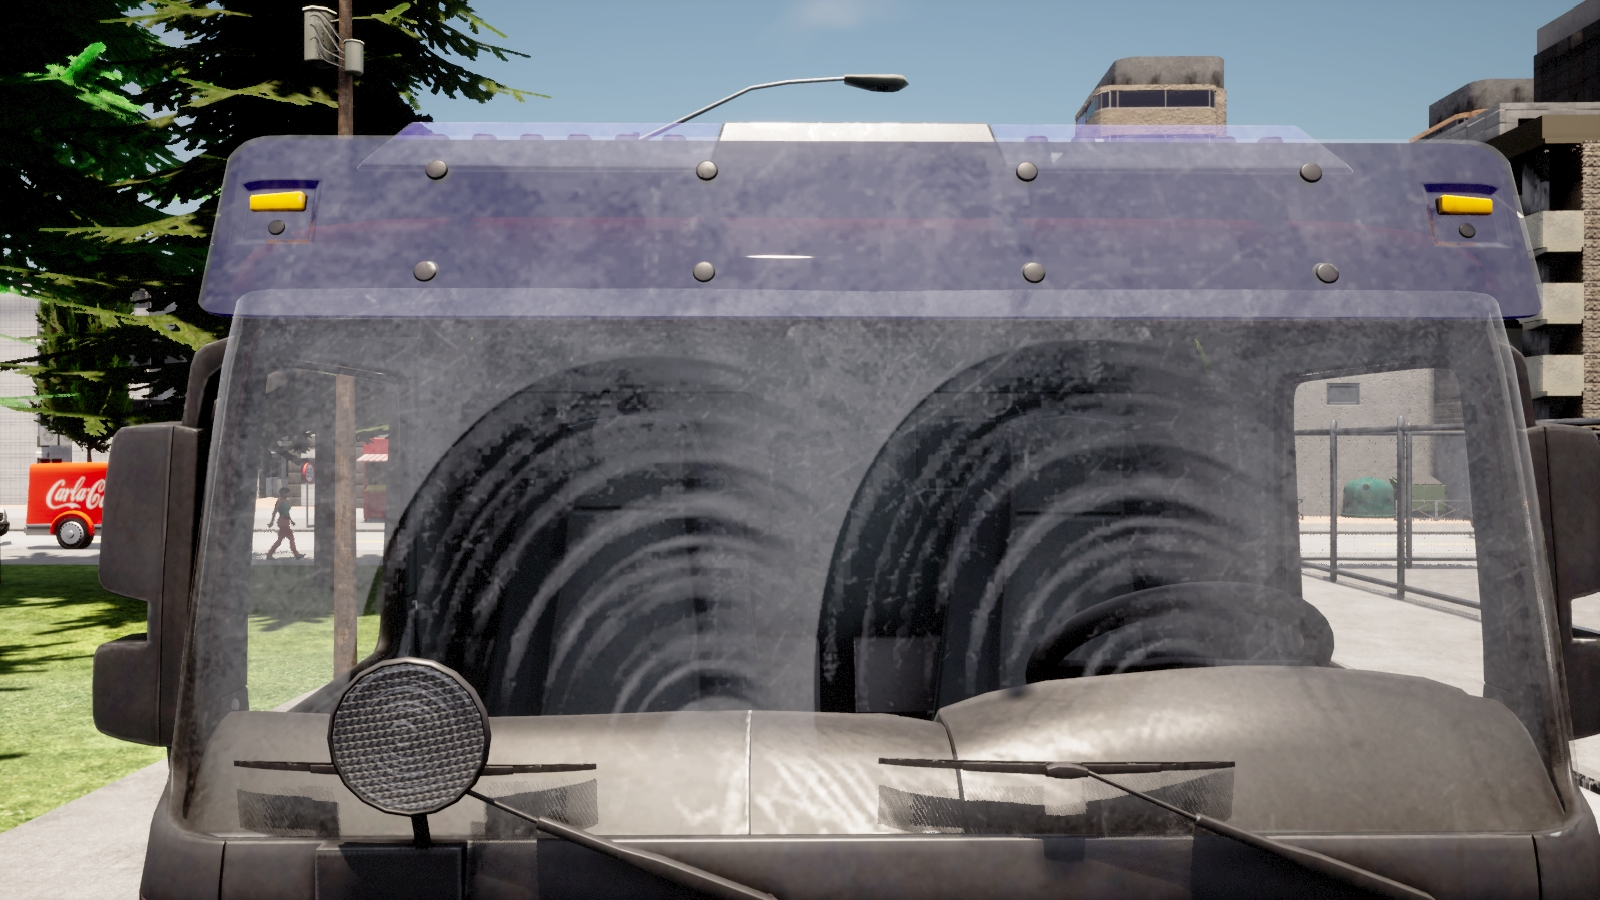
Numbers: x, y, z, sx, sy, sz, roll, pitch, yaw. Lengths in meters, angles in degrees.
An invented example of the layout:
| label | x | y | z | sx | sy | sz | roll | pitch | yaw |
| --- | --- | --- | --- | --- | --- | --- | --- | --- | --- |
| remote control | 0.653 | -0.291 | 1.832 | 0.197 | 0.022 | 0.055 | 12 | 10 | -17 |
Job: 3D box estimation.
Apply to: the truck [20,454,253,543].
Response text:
| label | x | y | z | sx | sy | sz | roll | pitch | yaw |
| --- | --- | --- | --- | --- | --- | --- | --- | --- | --- |
| truck | -19.012 | 1.348 | 32.943 | 5.204 | 2.467 | 2.627 | 0 | 0 | 1 |

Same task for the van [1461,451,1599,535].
| label | x | y | z | sx | sy | sz | roll | pitch | yaw |
| --- | --- | --- | --- | --- | --- | --- | --- | --- | --- |
| van | 24.242 | 1.314 | 35.747 | 5.915 | 2.561 | 1.988 | 0 | 0 | 1 |

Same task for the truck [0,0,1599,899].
| label | x | y | z | sx | sy | sz | roll | pitch | yaw |
| --- | --- | --- | --- | --- | --- | --- | --- | --- | --- |
| truck | 0.092 | 0.670 | 5.580 | 2.891 | 3.827 | 8.468 | 0 | 0 | -1 |

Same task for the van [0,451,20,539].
| label | x | y | z | sx | sy | sz | roll | pitch | yaw |
| --- | --- | --- | --- | --- | --- | --- | --- | --- | --- |
| van | -26.239 | 1.314 | 33.169 | 5.915 | 2.561 | 1.988 | 0 | 0 | 2 |

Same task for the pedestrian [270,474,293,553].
| label | x | y | z | sx | sy | sz | roll | pitch | yaw |
| --- | --- | --- | --- | --- | --- | --- | --- | --- | --- |
| pedestrian | -12.475 | 1.523 | 27.490 | 0.375 | 1.860 | 0.375 | 0 | 0 | 2 |
